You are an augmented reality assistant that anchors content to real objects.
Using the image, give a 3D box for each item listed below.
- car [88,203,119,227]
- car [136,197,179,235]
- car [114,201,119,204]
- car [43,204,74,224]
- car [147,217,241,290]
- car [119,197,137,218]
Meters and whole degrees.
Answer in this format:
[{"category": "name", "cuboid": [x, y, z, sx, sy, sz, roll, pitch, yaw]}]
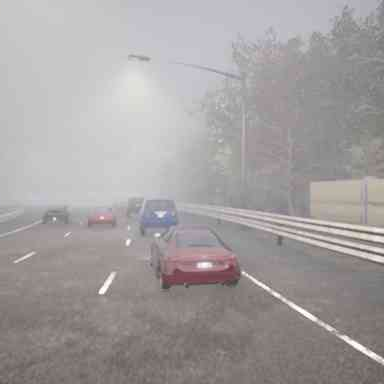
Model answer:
[{"category": "car", "cuboid": [-6.762, 1.795, 25.144, 1.994, 1.385, 4.181, 0, -1, -14]}, {"category": "car", "cuboid": [-2.140, 1.400, 20.410, 2.150, 2.045, 5.566, 0, -1, -10]}, {"category": "car", "cuboid": [-9.605, 1.950, 44.293, 2.033, 1.411, 5.357, 0, -1, -24]}, {"category": "car", "cuboid": [-10.844, 1.759, 27.054, 1.837, 1.490, 4.892, 0, -1, -15]}, {"category": "car", "cuboid": [-0.087, 1.647, 9.493, 1.994, 1.385, 4.181, 0, -1, -11]}, {"category": "car", "cuboid": [-5.944, 1.534, 34.593, 2.150, 2.045, 5.566, 0, 0, -17]}]
